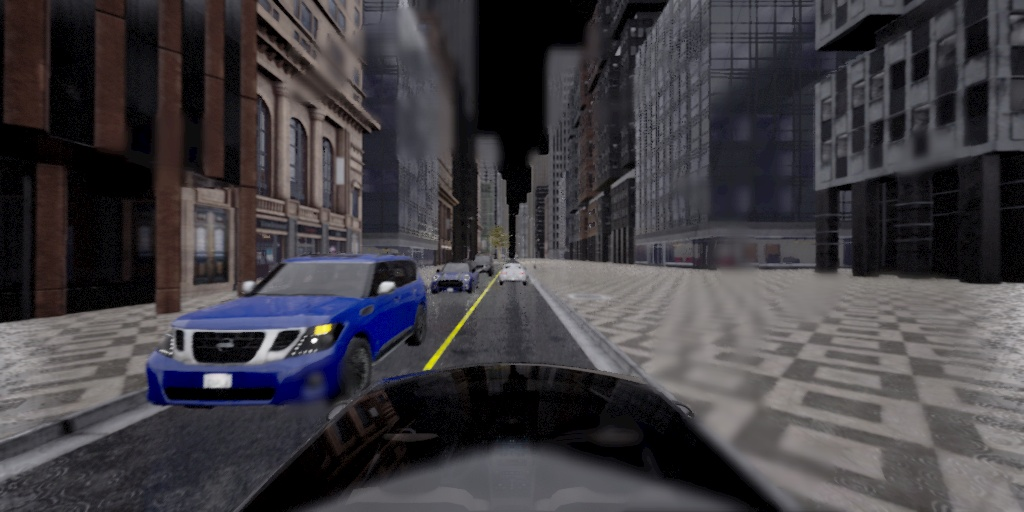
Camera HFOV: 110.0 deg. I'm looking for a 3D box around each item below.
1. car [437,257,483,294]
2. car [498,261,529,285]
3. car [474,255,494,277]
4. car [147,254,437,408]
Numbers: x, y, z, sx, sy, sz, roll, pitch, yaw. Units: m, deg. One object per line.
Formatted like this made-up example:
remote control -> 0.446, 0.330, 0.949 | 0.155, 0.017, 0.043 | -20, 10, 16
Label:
car -> -3.052, 1.091, 20.028 | 2.097, 1.767, 4.553 | 0, 0, 0
car -> 0.081, 1.263, 25.641 | 1.812, 1.442, 4.674 | 0, 0, 0
car -> -2.968, 0.946, 35.967 | 2.150, 2.045, 5.566 | 0, 0, 0
car -> -3.094, 0.968, 6.537 | 2.150, 2.045, 5.566 | 0, 0, 0
